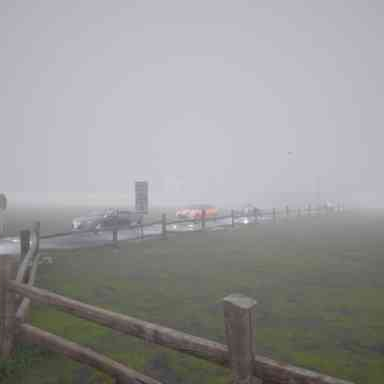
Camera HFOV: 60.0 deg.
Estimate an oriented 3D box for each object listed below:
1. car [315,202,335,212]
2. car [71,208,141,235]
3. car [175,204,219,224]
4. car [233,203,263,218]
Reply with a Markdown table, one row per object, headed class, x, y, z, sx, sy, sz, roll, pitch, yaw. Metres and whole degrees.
| class | x | y | z | sx | sy | sz | roll | pitch | yaw |
| --- | --- | --- | --- | --- | --- | --- | --- | --- | --- |
| car | 21.944 | 2.408 | 54.789 | 2.097 | 1.767 | 4.553 | -1 | -1 | 37 |
| car | -5.334 | 1.796 | 21.331 | 2.128 | 1.511 | 4.902 | -1 | -1 | 36 |
| car | 0.480 | 1.837 | 29.532 | 2.097 | 1.767 | 4.553 | -1 | -1 | 35 |
| car | 6.349 | 2.020 | 37.815 | 2.097 | 1.767 | 4.553 | -1 | -1 | 35 |
